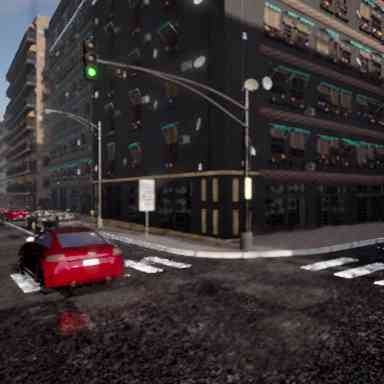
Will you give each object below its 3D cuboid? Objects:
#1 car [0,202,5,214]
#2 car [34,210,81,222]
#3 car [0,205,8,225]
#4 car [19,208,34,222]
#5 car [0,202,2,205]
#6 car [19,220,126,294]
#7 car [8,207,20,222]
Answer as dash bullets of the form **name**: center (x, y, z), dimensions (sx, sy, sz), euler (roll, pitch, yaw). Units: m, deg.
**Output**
- **car**: center (-31.043, 2.477, 52.338), dimensions (2.192, 1.841, 5.009), euler (-2, 0, -36)
- **car**: center (-7.983, 1.923, 20.368), dimensions (2.008, 1.369, 4.403), euler (-2, 0, -36)
- **car**: center (-17.557, 2.167, 28.920), dimensions (1.837, 1.490, 4.892), euler (0, -2, -36)
- **car**: center (-11.209, 2.030, 24.859), dimensions (2.008, 1.369, 4.403), euler (-2, 0, -36)
- **car**: center (-27.758, 2.591, 47.758), dimensions (1.887, 1.381, 4.507), euler (-2, 0, -36)
- **car**: center (-3.477, 1.666, 9.257), dimensions (1.994, 1.385, 4.181), euler (0, -2, -36)
- **car**: center (-17.850, 2.248, 33.955), dimensions (1.887, 1.381, 4.507), euler (-2, 0, -36)
